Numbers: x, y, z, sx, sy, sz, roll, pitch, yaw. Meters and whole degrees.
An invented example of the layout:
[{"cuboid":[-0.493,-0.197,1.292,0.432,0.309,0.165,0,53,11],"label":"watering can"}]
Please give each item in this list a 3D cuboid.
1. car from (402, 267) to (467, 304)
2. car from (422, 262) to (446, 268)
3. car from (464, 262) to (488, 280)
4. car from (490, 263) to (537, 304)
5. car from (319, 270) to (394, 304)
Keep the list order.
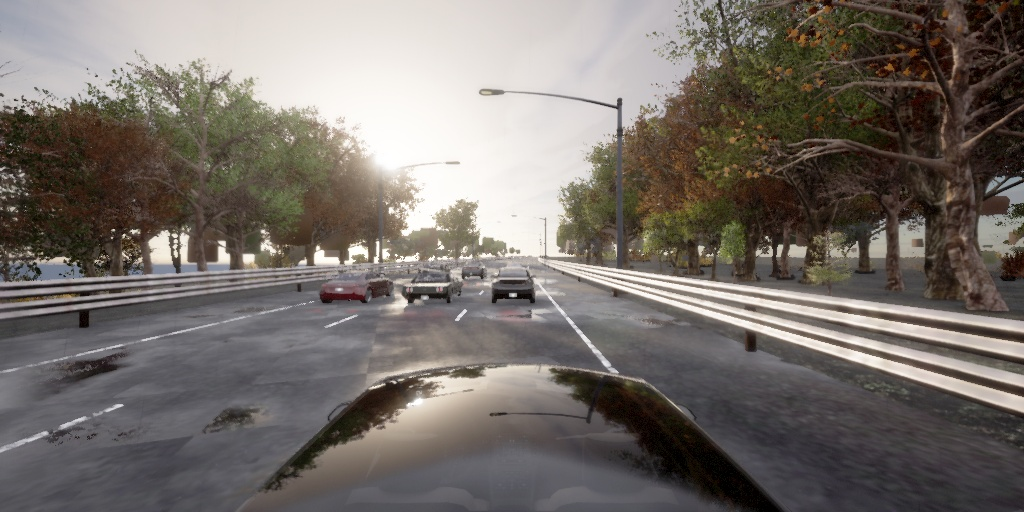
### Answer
[{"cuboid":[-3.436,1.369,16.452,1.895,1.301,4.718,0,0,0],"label":"car"},{"cuboid":[-6.688,1.256,31.455,1.895,1.301,4.718,8,3,1],"label":"car"},{"cuboid":[-3.245,1.239,31.380,2.128,1.511,4.902,0,0,1],"label":"car"},{"cuboid":[0.063,1.269,16.392,1.837,1.490,4.892,0,0,0],"label":"car"},{"cuboid":[-6.936,1.326,16.452,1.994,1.385,4.181,0,0,0],"label":"car"}]
